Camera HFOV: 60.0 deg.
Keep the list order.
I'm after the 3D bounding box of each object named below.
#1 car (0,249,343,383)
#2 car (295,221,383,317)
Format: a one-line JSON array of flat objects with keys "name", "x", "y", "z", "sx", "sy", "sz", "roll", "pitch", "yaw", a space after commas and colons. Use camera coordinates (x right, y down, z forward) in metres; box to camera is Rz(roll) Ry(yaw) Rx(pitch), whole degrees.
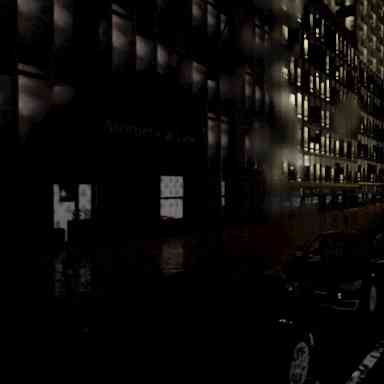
[{"name": "car", "x": -0.308, "y": 1.542, "z": 3.277, "sx": 1.887, "sy": 1.381, "sz": 4.507, "roll": -1, "pitch": 0, "yaw": 42}, {"name": "car", "x": 3.531, "y": 1.549, "z": 7.468, "sx": 2.008, "sy": 1.369, "sz": 4.403, "roll": -1, "pitch": 0, "yaw": 42}]
